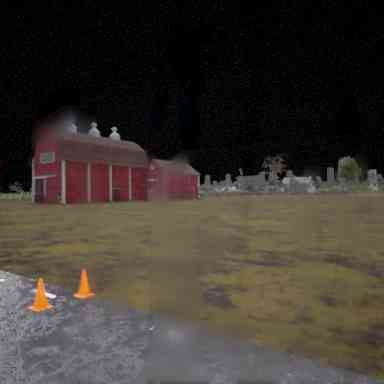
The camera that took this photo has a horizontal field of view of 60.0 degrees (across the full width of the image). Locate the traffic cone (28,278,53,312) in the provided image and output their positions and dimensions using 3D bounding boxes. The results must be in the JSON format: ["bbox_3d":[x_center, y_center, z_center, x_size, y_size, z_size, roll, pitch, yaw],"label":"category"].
[{"bbox_3d":[-2.989,1.994,6.581,0.340,0.580,0.340,0,0,36],"label":"traffic cone"}]

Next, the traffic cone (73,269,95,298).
[{"bbox_3d":[-2.402,2.000,7.389,0.340,0.580,0.340,0,0,36],"label":"traffic cone"}]
